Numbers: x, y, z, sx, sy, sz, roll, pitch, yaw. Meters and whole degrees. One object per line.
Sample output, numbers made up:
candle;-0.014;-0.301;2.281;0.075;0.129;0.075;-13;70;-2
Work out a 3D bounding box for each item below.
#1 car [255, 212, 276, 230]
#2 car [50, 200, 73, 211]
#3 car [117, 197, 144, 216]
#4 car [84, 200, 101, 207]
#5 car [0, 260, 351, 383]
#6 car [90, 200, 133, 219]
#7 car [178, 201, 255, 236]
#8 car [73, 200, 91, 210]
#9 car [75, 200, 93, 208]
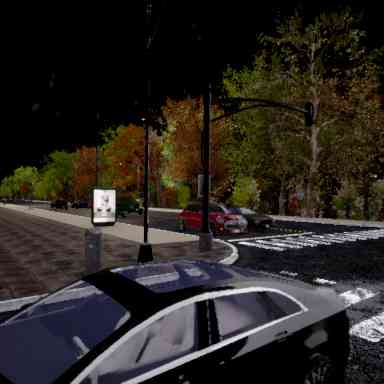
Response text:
car;2.965;1.681;21.929;2.033;1.411;5.357;1;-1;-35
car;-19.471;1.958;48.804;1.837;1.490;4.892;1;-2;-34
car;-7.271;1.539;36.735;2.150;2.045;5.566;1;-1;-35
car;-19.990;2.298;66.874;1.994;1.385;4.181;1;-1;-35
car;-0.486;1.493;2.978;4.902;1.511;2.128;0;0;-37
car;-7.765;1.741;31.730;1.837;1.490;4.892;1;-1;-35
car;1.086;1.425;18.757;2.097;1.767;4.553;1;-1;-32
car;-17.222;2.065;51.277;1.994;1.385;4.181;1;-1;-35
car;-19.897;2.168;61.016;1.812;1.442;4.674;1;-1;-35
